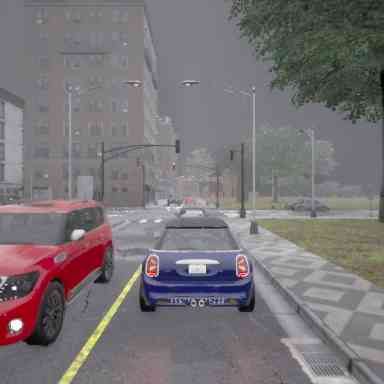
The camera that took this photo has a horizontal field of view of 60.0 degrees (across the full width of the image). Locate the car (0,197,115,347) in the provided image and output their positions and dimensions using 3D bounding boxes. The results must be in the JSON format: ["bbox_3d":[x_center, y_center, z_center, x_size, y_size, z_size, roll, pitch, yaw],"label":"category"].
[{"bbox_3d":[-3.109,1.223,6.677,2.150,2.045,5.566,0,0,0],"label":"car"}]

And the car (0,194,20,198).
[{"bbox_3d":[-17.133,1.190,31.120,5.566,2.045,2.150,0,-1,0],"label":"car"}]

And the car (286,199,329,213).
[{"bbox_3d":[13.358,1.626,37.891,4.181,1.385,1.994,0,-1,-1],"label":"car"}]

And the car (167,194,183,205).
[{"bbox_3d":[-2.977,1.297,55.732,2.150,2.045,5.566,0,0,-2],"label":"car"}]

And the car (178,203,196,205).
[{"bbox_3d":[0.019,1.537,17.550,1.812,1.442,4.674,0,0,1],"label":"car"}]

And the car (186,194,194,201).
[{"bbox_3d":[-0.453,1.433,89.205,2.150,2.045,5.566,0,0,0],"label":"car"}]

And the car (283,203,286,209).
[{"bbox_3d":[13.773,1.590,41.154,4.902,1.511,2.128,0,-1,0],"label":"car"}]

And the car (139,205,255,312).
[{"bbox_3d":[0.094,1.355,7.877,2.097,1.767,4.553,0,0,0],"label":"car"}]

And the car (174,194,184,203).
[{"bbox_3d":[-2.916,1.374,76.118,2.150,2.045,5.566,0,0,0],"label":"car"}]

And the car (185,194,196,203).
[{"bbox_3d":[-0.293,1.464,66.825,2.097,1.767,4.553,0,0,0],"label":"car"}]
